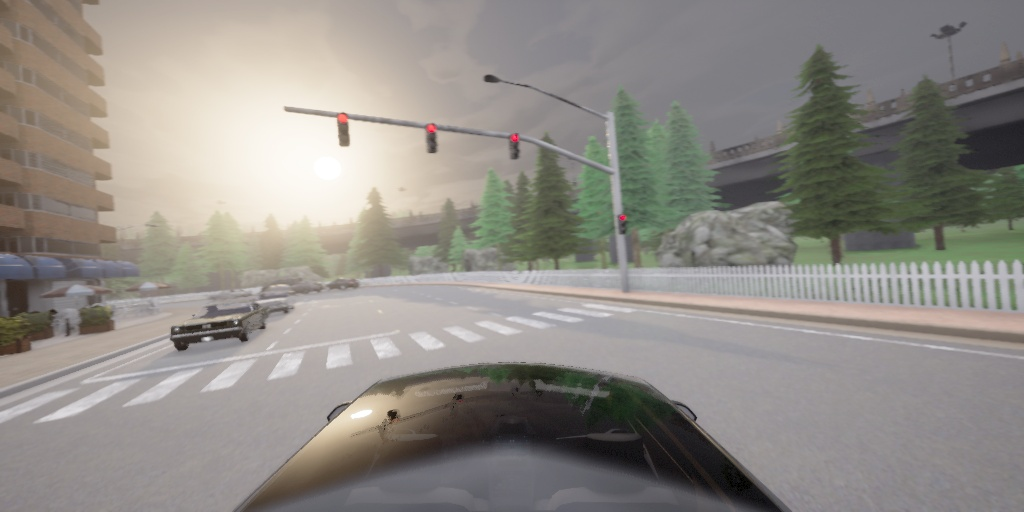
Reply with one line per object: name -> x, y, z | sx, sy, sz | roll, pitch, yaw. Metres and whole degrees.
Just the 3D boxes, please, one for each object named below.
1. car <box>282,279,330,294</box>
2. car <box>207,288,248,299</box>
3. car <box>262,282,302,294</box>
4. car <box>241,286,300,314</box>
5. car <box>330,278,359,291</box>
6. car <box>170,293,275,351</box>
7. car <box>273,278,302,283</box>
car -> -24.609, 3.768, 42.531 | 4.902, 1.511, 2.128 | -5, -1, 25
car -> -35.752, 4.873, 45.396 | 4.718, 1.301, 1.895 | -5, -1, 3
car -> -19.373, 3.197, 29.878 | 1.837, 1.490, 4.892 | -4, -1, -42
car -> -14.136, 2.753, 21.275 | 1.895, 1.301, 4.718 | -5, -1, -26
car -> -21.192, 3.507, 44.703 | 4.892, 1.490, 1.837 | -5, -1, 28
car -> -10.283, 2.334, 12.996 | 1.895, 1.301, 4.718 | -5, -1, -25
car -> -30.880, 4.102, 48.475 | 5.566, 2.045, 2.150 | -5, -1, 7
